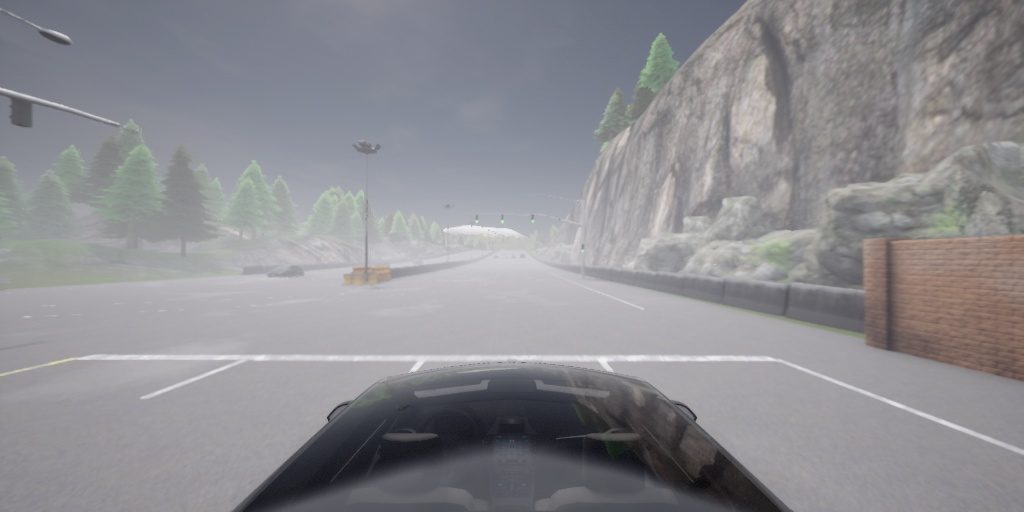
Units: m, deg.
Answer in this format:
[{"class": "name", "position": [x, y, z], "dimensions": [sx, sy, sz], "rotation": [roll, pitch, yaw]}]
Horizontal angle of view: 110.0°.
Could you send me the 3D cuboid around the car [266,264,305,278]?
[{"class": "car", "position": [-24.528, 1.658, 39.072], "dimensions": [1.812, 1.442, 4.674], "rotation": [0, 1, 0]}]
